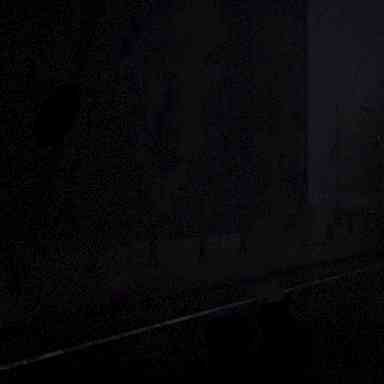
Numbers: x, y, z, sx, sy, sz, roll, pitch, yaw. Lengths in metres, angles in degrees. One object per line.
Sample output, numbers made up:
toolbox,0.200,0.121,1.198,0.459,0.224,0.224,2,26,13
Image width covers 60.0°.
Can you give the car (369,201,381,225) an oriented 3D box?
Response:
car,14.217,1.336,21.660,2.097,1.767,4.553,0,0,-35
